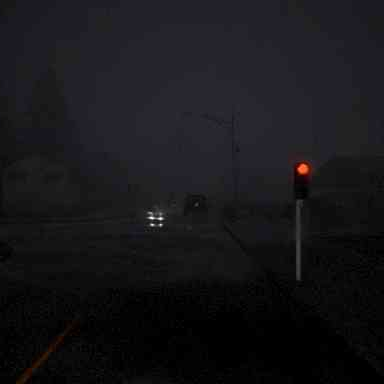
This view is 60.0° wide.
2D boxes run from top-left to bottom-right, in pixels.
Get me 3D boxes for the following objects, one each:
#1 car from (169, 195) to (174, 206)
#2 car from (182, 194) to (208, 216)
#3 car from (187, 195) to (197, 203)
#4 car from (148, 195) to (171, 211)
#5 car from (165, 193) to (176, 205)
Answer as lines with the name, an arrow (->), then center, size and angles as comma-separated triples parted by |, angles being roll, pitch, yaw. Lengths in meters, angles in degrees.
car -> -4.086, 1.525, 49.981 | 1.812, 1.442, 4.674 | 0, 0, 0
car -> 0.274, 1.221, 32.065 | 2.150, 2.045, 5.566 | 0, 0, -3
car -> 0.009, 1.575, 76.660 | 2.097, 1.767, 4.553 | 0, 0, 0
car -> -4.096, 1.491, 39.977 | 2.128, 1.511, 4.902 | 0, 0, 0
car -> -4.063, 1.221, 60.429 | 2.150, 2.045, 5.566 | 0, 0, 0
